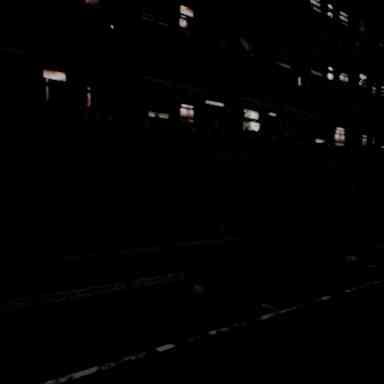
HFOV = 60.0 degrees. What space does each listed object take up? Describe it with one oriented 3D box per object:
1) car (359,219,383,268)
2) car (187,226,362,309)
[{"bbox_3d":[6.537,1.623,11.236,4.313,1.339,1.947,0,-1,-35],"label":"car"},{"bbox_3d":[1.910,1.595,7.934,4.313,1.339,1.947,0,-1,-35],"label":"car"}]
